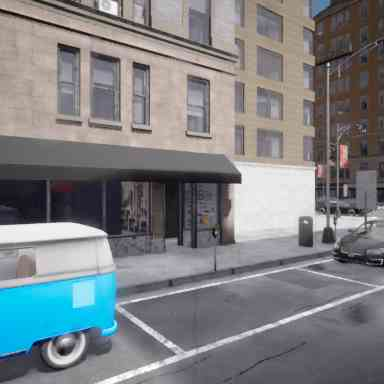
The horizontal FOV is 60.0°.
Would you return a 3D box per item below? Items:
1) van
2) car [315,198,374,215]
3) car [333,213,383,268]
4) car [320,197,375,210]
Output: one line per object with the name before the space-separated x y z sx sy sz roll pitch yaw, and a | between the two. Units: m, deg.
van | -2.942 1.341 4.092 3.998 1.788 1.690 0 0 -35
car | 13.813 1.527 30.933 1.895 1.301 4.718 0 0 -35
car | 6.278 1.552 10.666 4.403 1.369 2.008 0 0 -35
car | 17.573 1.461 37.186 2.033 1.411 5.357 0 0 -36
